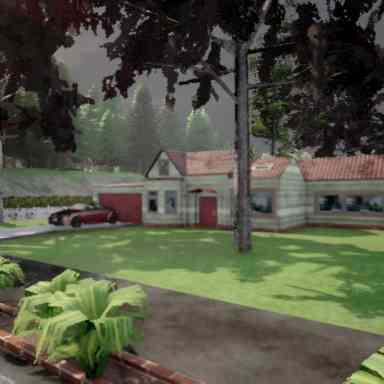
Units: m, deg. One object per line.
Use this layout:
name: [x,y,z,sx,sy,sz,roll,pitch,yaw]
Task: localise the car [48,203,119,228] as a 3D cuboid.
car: [-6.532,1.371,20.298,1.994,1.381,4.181,0,0,35]
